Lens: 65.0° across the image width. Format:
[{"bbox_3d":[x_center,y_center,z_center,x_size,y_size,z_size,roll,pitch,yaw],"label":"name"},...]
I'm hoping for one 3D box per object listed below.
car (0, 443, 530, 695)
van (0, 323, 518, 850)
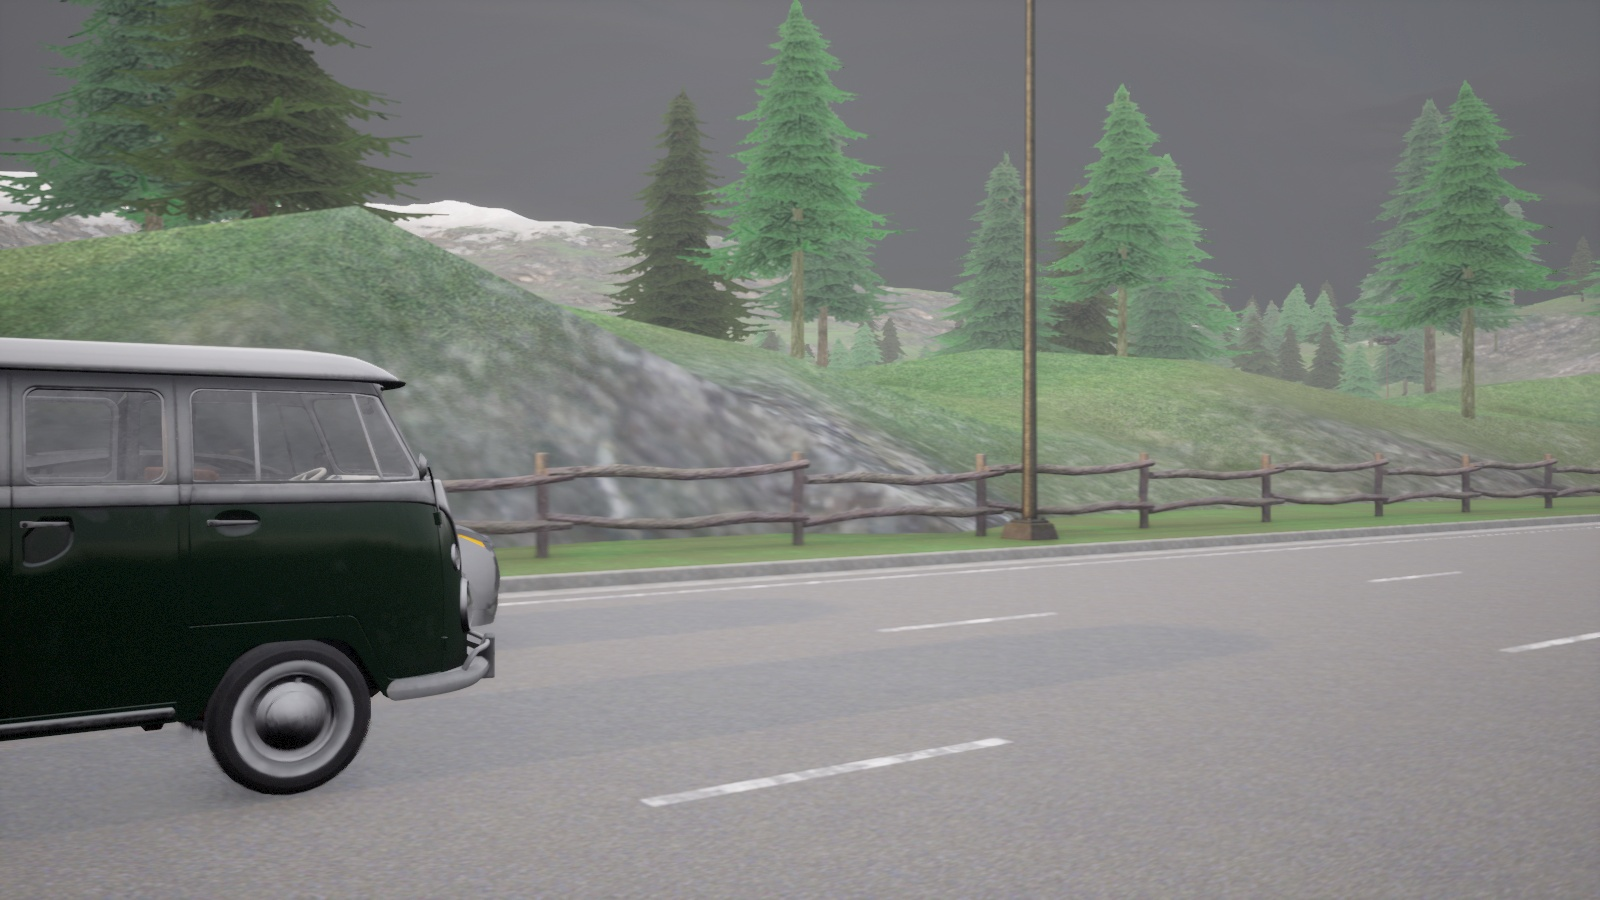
[{"bbox_3d":[-4.479,0.723,9.070,4.514,1.525,2.007,0,0,-35],"label":"car"},{"bbox_3d":[-3.661,0.518,5.376,4.442,1.987,1.775,0,0,-35],"label":"van"}]
